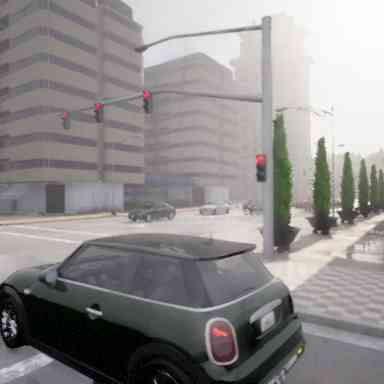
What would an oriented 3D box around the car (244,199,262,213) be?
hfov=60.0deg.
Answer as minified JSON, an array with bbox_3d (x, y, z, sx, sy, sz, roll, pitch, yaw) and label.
[{"bbox_3d":[8.114,1.728,38.141,1.994,1.385,4.181,0,0,36],"label":"car"}]

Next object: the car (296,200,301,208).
[{"bbox_3d":[15.975,1.765,49.277,1.895,1.301,4.718,0,0,35],"label":"car"}]

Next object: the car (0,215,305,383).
[{"bbox_3d":[-0.896,1.376,4.759,4.553,1.767,2.097,0,0,38],"label":"car"}]

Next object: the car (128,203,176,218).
[{"bbox_3d":[-3.339,1.695,28.304,1.837,1.490,4.892,0,0,35],"label":"car"}]

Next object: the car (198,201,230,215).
[{"bbox_3d":[2.555,1.716,36.645,1.812,1.442,4.674,0,0,35],"label":"car"}]

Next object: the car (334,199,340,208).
[{"bbox_3d":[21.529,1.740,51.075,1.895,1.301,4.718,-1,0,36],"label":"car"}]

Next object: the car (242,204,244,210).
[{"bbox_3d":[8.501,1.695,45.066,1.837,1.490,4.892,0,0,35],"label":"car"}]

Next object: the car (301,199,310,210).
[{"bbox_3d":[16.423,1.491,43.846,2.097,1.767,4.553,0,0,35],"label":"car"}]
